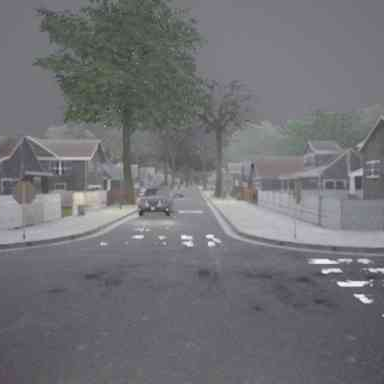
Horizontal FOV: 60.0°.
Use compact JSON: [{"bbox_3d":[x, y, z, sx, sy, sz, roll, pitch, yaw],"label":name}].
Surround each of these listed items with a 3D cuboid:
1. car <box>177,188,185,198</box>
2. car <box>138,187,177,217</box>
[{"bbox_3d":[-2.250,0.176,52.354,1.837,1.490,4.892,0,2,1],"label":"car"},{"bbox_3d":[-2.518,0.640,24.395,2.150,2.045,5.566,0,2,1],"label":"car"}]
